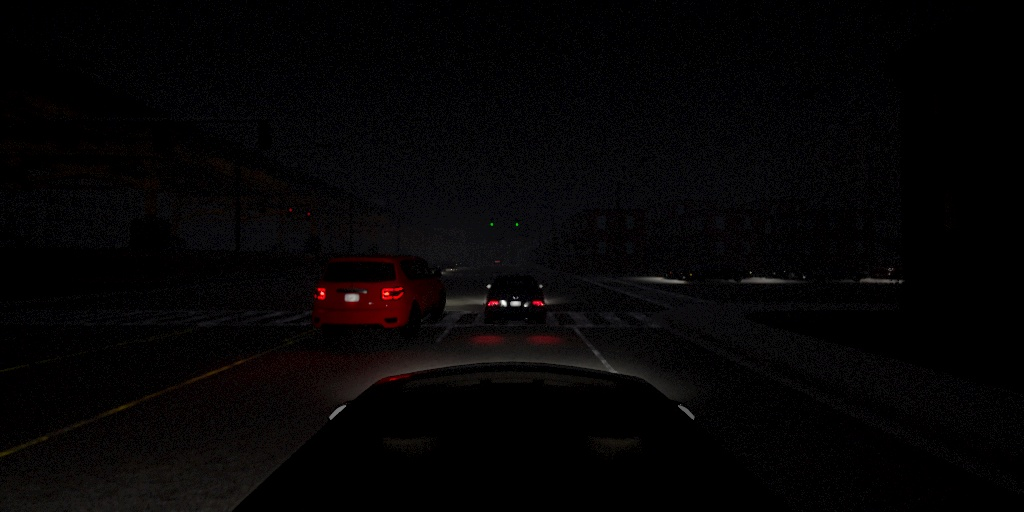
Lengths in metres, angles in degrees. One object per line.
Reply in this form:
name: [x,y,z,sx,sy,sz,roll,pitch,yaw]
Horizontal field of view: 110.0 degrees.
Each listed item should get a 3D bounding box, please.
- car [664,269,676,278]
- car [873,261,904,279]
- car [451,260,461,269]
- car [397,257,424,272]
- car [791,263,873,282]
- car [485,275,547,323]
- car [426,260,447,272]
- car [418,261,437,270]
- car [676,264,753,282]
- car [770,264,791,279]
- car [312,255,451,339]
car: [17.109,1.411,33.382,5.357,1.411,2.033,0,0,2]
car: [36.300,1.223,33.364,4.553,1.767,2.097,0,0,0]
car: [-10.524,1.489,60.746,2.033,1.411,5.357,0,0,0]
car: [-14.080,1.127,50.023,2.150,2.045,5.566,0,0,0]
car: [26.559,1.457,29.888,4.718,1.301,1.895,0,0,0]
car: [0.099,1.333,12.156,2.033,1.411,5.357,0,0,0]
car: [-10.581,1.387,50.728,1.882,1.535,5.008,0,0,0]
car: [-14.014,1.502,59.793,1.994,1.385,4.181,0,0,2]
car: [17.003,1.399,29.897,5.357,1.411,2.033,0,0,0]
car: [26.837,1.372,33.386,4.892,1.490,1.837,0,0,0]
car: [-3.409,0.998,10.326,2.150,2.045,5.566,0,0,0]
